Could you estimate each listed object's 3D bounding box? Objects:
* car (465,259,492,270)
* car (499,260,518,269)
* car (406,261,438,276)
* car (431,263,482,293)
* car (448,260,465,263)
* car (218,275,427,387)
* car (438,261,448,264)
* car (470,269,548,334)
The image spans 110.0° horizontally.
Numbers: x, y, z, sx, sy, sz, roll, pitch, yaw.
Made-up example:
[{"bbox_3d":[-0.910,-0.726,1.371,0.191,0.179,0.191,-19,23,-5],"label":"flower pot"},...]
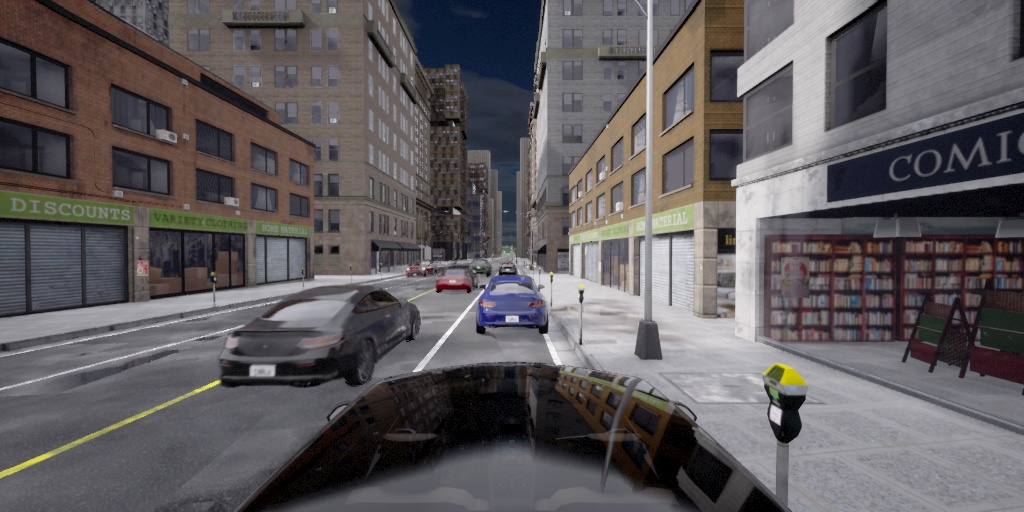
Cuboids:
[{"bbox_3d":[-3.100,1.101,35.636,2.097,1.767,4.553,0,0,1],"label":"car"},{"bbox_3d":[-0.383,1.315,34.934,1.948,1.339,4.313,0,0,0],"label":"car"},{"bbox_3d":[-8.909,1.189,34.934,1.967,1.591,4.097,0,0,0],"label":"car"},{"bbox_3d":[-3.097,1.312,20.863,1.994,1.385,4.181,0,0,1],"label":"car"},{"bbox_3d":[-6.200,1.230,43.393,1.882,1.535,5.008,0,0,1],"label":"car"},{"bbox_3d":[-3.145,1.274,6.824,1.812,1.442,4.674,0,0,0],"label":"car"},{"bbox_3d":[-8.909,1.317,40.439,1.948,1.339,4.313,0,0,0],"label":"car"},{"bbox_3d":[0.003,1.274,10.501,1.812,1.442,4.674,0,0,0],"label":"car"}]
